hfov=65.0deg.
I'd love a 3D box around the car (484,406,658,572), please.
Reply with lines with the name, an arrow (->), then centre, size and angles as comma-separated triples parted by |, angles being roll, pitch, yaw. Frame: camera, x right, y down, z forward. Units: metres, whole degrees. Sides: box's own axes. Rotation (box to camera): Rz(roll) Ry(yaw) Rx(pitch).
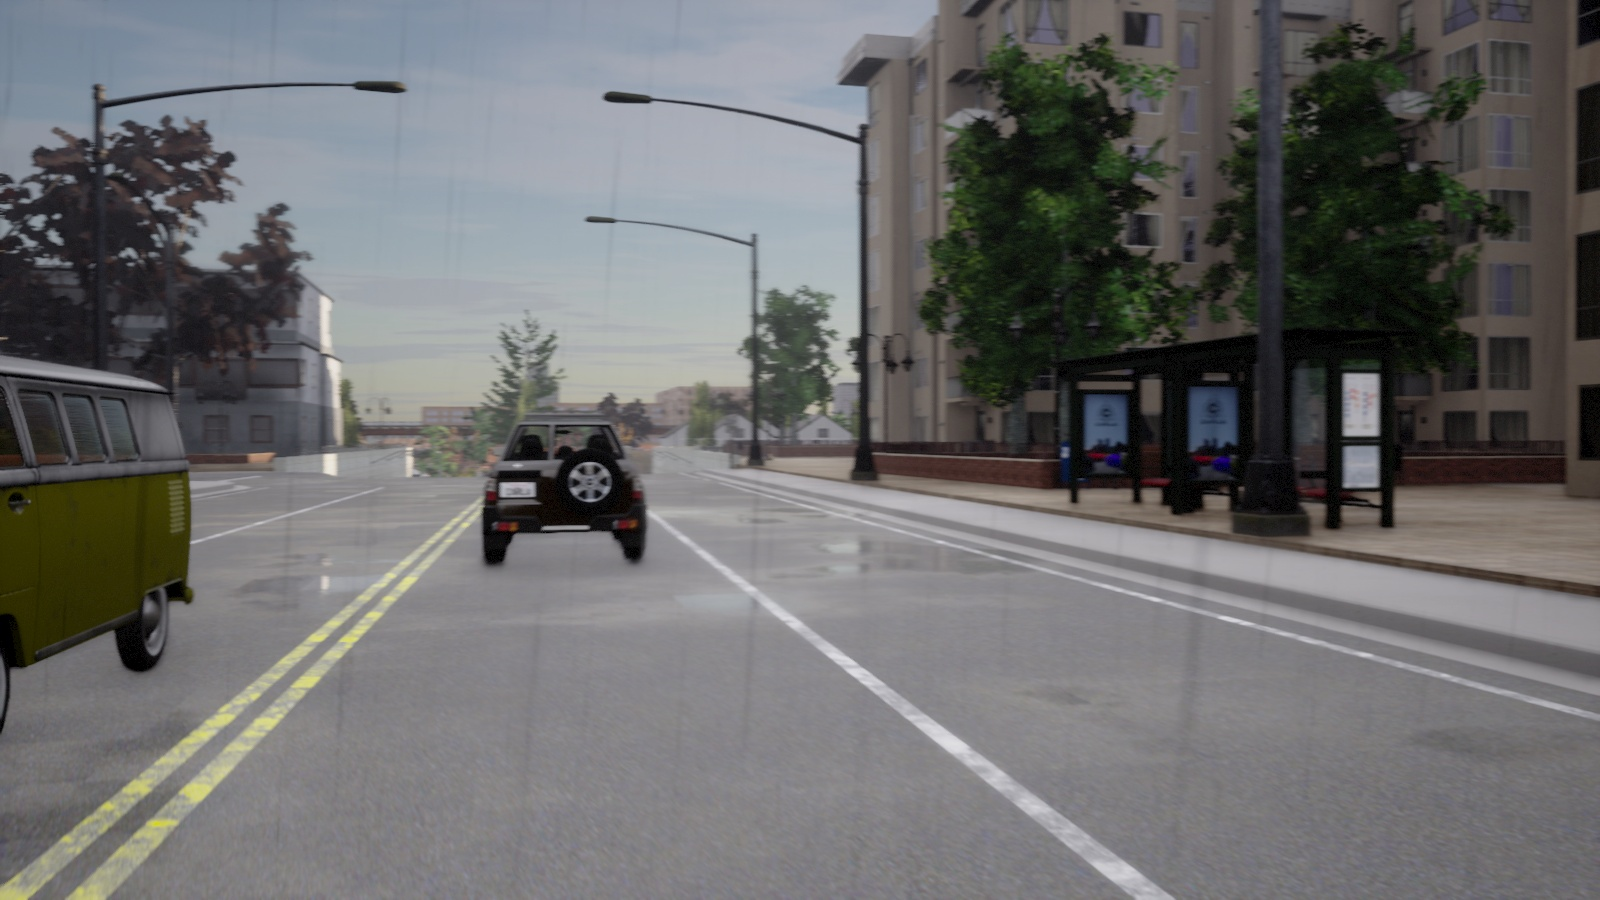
car -> -3.008, 0.416, 16.444 | 1.932, 1.855, 4.605 | 0, 1, -11

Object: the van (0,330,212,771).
van -> -4.720, 0.445, 6.753 | 1.775, 1.987, 4.442 | 0, 1, -11
